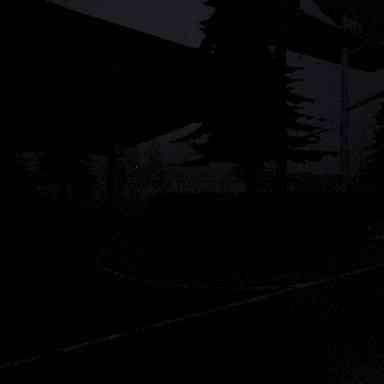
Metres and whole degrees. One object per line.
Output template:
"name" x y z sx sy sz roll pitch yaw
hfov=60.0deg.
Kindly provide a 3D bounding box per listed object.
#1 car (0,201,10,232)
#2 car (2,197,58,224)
"car" -11.941 1.481 16.513 4.611 1.667 2.242 0 0 -36
"car" -11.735 1.307 23.643 3.866 1.878 1.905 0 0 -36
